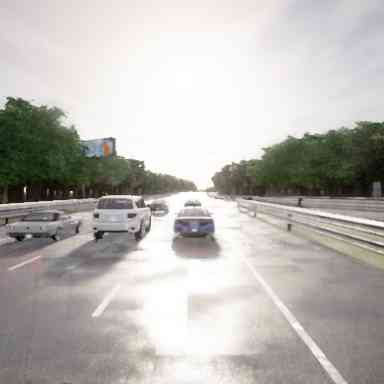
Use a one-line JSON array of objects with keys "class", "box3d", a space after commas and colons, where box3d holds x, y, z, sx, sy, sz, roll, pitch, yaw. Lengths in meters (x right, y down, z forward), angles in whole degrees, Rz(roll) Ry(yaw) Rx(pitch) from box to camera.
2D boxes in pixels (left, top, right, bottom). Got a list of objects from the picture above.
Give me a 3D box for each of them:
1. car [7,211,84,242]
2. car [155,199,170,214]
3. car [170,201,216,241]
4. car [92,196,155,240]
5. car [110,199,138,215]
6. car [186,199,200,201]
[{"class": "car", "box3d": [-6.900, 1.573, 16.291, 1.895, 1.301, 4.718, 0, 0, 0]}, {"class": "car", "box3d": [-3.402, 1.493, 35.313, 1.812, 1.442, 4.674, 0, 0, 0]}, {"class": "car", "box3d": [0.101, 1.449, 16.508, 1.882, 1.535, 5.008, 0, 0, 0]}, {"class": "car", "box3d": [-3.401, 1.192, 17.015, 2.150, 2.045, 5.566, 0, 0, 0]}, {"class": "car", "box3d": [-6.901, 1.471, 34.266, 1.837, 1.490, 4.892, 0, 0, 0]}, {"class": "car", "box3d": [0.098, 1.445, 35.813, 1.882, 1.535, 5.008, 0, 0, 0]}]
